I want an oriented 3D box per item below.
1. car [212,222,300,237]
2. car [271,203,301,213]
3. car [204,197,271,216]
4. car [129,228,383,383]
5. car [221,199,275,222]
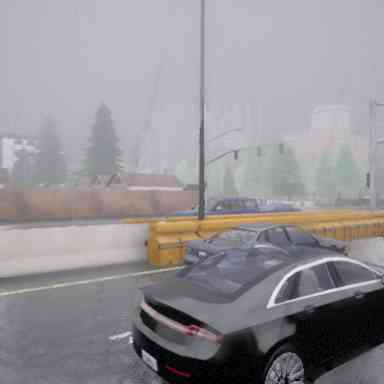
[{"bbox_3d":[2.305,1.600,9.677,5.357,1.411,2.033,0,0,-35],"label":"car"},{"bbox_3d":[6.268,1.618,25.507,5.008,1.535,1.882,1,0,-35],"label":"car"},{"bbox_3d":[1.367,1.301,17.817,5.566,2.045,2.150,0,0,-35],"label":"car"},{"bbox_3d":[1.533,1.521,4.833,4.902,1.511,2.128,0,0,-35],"label":"car"},{"bbox_3d":[4.923,1.499,28.851,4.553,1.767,2.097,1,0,-38],"label":"car"}]
